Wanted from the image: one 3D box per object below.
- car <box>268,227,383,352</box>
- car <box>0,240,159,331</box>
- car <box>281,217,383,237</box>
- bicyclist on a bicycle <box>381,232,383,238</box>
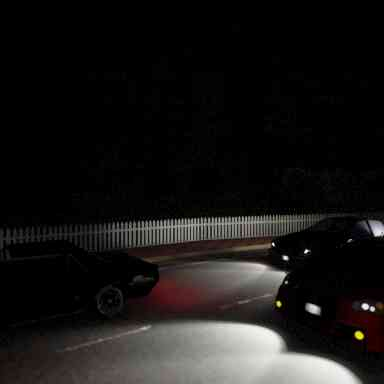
[{"bbox_3d":[3.516,1.564,5.982,4.181,1.385,1.994,0,0,-31],"label":"car"},{"bbox_3d":[-3.071,1.601,5.871,4.718,1.301,1.895,0,0,-34],"label":"car"},{"bbox_3d":[5.127,1.543,10.956,5.357,1.411,2.033,0,0,-26],"label":"car"},{"bbox_3d":[6.261,1.496,9.954,0.582,1.620,1.656,0,3,-27],"label":"bicyclist on a bicycle"}]
